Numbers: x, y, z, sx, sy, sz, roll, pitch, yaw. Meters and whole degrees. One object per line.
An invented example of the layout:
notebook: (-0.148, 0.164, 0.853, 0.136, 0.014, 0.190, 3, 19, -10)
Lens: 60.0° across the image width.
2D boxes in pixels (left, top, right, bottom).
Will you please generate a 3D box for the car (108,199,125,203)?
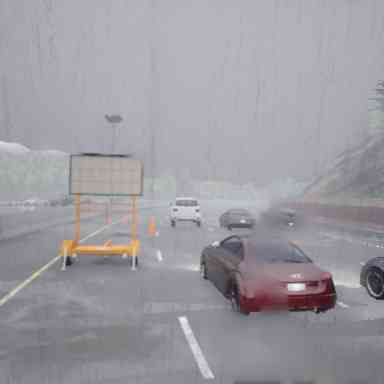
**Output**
car: (-12.781, 1.874, 56.647, 1.994, 1.385, 4.181, 1, -1, 10)

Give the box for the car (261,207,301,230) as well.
car: (6.566, 1.913, 24.860, 1.837, 1.490, 4.892, 1, -1, -3)

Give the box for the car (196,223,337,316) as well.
car: (1.498, 1.682, 7.915, 1.994, 1.385, 4.181, 1, -1, -11)

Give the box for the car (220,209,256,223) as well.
car: (3.152, 1.881, 23.435, 1.994, 1.385, 4.181, 1, -1, -4)

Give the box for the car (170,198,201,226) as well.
car: (-0.508, 1.483, 25.965, 2.150, 2.045, 5.566, 1, -1, -3)

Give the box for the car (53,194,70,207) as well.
car: (-20.380, 1.330, 53.202, 2.150, 2.045, 5.566, 1, -1, 8)

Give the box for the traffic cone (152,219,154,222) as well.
traffic cone: (-2.412, 2.116, 20.280, 0.340, 0.580, 0.340, 1, -1, -6)

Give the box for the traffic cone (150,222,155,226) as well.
traffic cone: (-2.190, 2.100, 18.293, 0.340, 0.580, 0.340, 1, -1, -6)

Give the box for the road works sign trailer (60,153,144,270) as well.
road works sign trailer: (-2.854, 0.519, 11.187, 2.380, 3.560, 2.880, 1, -1, -6)

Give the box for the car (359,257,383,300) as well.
car: (5.325, 1.751, 6.447, 1.994, 1.385, 4.181, 1, -1, -11)

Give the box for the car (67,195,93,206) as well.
car: (-17.022, 1.691, 51.834, 1.812, 1.442, 4.674, 1, 0, 8)

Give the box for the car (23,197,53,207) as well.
car: (-24.111, 1.529, 51.457, 1.812, 1.442, 4.674, 1, -1, 7)
